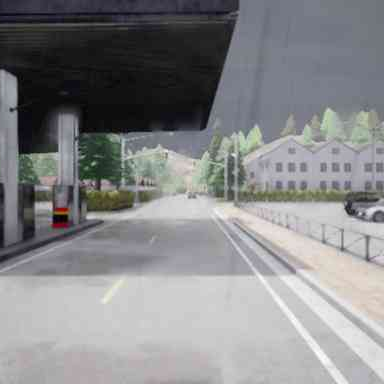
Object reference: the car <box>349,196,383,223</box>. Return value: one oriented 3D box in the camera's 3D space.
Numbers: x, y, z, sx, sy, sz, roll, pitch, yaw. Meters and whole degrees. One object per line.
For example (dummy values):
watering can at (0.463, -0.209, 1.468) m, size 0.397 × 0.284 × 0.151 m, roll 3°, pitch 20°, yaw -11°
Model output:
car at (12.691, 1.198, 21.449) m, size 3.806 × 1.475 × 1.970 m, roll 0°, pitch 0°, yaw 0°

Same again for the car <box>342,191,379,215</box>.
car at (13.284, 0.889, 24.775) m, size 3.866 × 1.878 × 1.905 m, roll 0°, pitch 0°, yaw 0°

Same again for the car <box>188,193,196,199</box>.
car at (0.025, 0.962, 78.322) m, size 1.994 × 1.385 × 4.181 m, roll 0°, pitch 0°, yaw 0°
